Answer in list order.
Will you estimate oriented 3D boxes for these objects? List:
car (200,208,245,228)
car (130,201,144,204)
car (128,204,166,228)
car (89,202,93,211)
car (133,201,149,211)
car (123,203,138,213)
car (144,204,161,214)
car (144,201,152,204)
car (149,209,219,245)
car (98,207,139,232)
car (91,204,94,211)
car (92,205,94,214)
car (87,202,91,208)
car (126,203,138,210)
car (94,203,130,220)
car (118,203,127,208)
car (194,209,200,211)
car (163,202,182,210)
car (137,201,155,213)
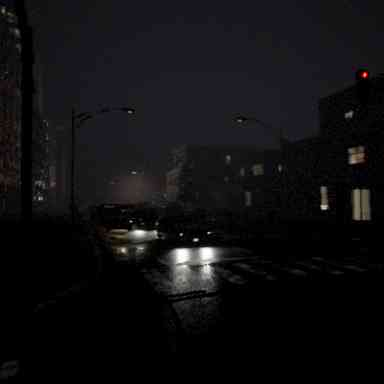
[{"bbox_3d":[2.537,2.049,26.681,1.752,1.417,4.829,0,-1,-19],"label":"car"},{"bbox_3d":[-7.107,2.138,37.170,2.097,1.767,4.553,0,-1,-19],"label":"car"},{"bbox_3d":[-3.855,2.045,27.489,1.882,1.535,5.008,0,-1,-19],"label":"car"},{"bbox_3d":[-14.152,2.615,49.905,1.752,1.417,4.829,0,-1,-19],"label":"car"},{"bbox_3d":[-9.807,2.674,63.238,2.192,1.841,5.009,0,-1,-19],"label":"car"},{"bbox_3d":[-10.467,2.727,56.770,1.837,1.490,4.892,0,-1,-19],"label":"car"},{"bbox_3d":[-6.319,2.646,52.906,1.752,1.417,4.829,0,-1,-19],"label":"car"},{"bbox_3d":[-7.097,2.473,46.942,1.882,1.535,5.008,0,-1,-19],"label":"car"},{"bbox_3d":[-0.659,1.902,18.036,2.033,1.411,5.357,0,-1,-19],"label":"car"},{"bbox_3d":[-5.350,2.047,23.841,2.008,1.369,4.403,0,-1,-19],"label":"car"},{"bbox_3d":[-10.663,2.398,39.576,1.887,1.381,4.507,0,-1,-19],"label":"car"},{"bbox_3d":[-8.892,2.284,34.331,2.008,1.369,4.403,0,-1,-19],"label":"car"},{"bbox_3d":[-17.748,2.902,60.554,1.947,1.339,4.313,0,-1,-19],"label":"car"},{"bbox_3d":[-13.350,3.168,73.722,1.947,1.339,4.313,0,-1,-19],"label":"car"},{"bbox_3d":[-7.121,1.930,29.091,2.192,1.841,5.009,0,-1,-19],"label":"car"},{"bbox_3d":[-18.663,3.553,89.456,1.802,1.307,4.206,0,-1,-19],"label":"car"},{"bbox_3d":[0.820,2.220,31.764,1.802,1.307,4.206,0,-1,-19],"label":"car"},{"bbox_3d":[-2.723,2.191,42.260,2.192,1.841,5.009,0,-1,-19],"label":"car"},{"bbox_3d":[-8.036,2.553,57.994,2.192,1.841,5.009,0,-1,-19],"label":"car"}]
